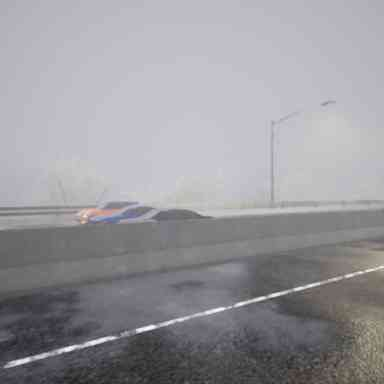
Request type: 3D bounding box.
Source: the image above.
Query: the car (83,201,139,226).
[{"bbox_3d":[-3.241,1.499,18.836,5.008,1.535,1.882,0,0,-35],"label":"car"}]

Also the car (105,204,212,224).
[{"bbox_3d":[-1.284,1.500,15.934,5.008,1.535,1.882,0,0,-35],"label":"car"}]

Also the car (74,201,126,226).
[{"bbox_3d":[-5.243,1.372,21.705,4.553,1.767,2.097,0,0,-35],"label":"car"}]
